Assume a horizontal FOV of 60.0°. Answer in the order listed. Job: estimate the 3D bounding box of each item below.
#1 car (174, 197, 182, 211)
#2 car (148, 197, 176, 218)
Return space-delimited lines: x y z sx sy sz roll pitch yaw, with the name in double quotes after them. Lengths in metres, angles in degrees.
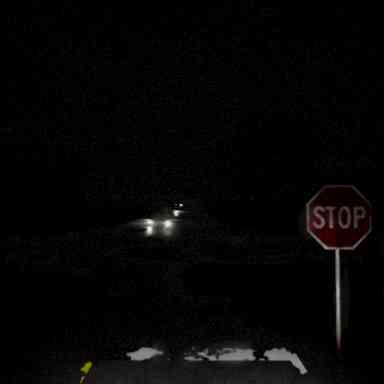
-2.788 1.425 42.765 2.097 1.767 4.553 0 0 0 "car"
-2.809 1.514 30.481 1.882 1.535 5.008 0 0 0 "car"
